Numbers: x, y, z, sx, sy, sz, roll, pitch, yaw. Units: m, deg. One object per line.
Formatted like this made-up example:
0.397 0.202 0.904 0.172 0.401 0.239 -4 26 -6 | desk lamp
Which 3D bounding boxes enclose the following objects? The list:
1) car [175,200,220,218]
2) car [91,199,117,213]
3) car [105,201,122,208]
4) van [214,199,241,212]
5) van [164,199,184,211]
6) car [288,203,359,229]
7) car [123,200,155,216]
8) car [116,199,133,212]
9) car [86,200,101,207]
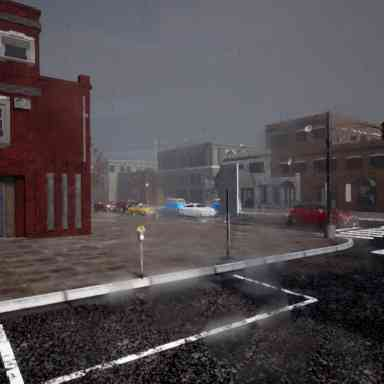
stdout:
0.565 1.917 34.697 1.812 1.442 4.674 -1 0 -36 | car
-12.708 2.001 48.521 2.192 1.841 5.009 -2 0 -36 | car
-15.941 2.433 67.122 1.802 1.307 4.206 -2 0 -36 | car
4.068 1.707 39.693 1.690 1.788 3.998 -2 0 -36 | van
-2.604 1.868 48.835 1.690 1.788 3.998 -2 0 -36 | van
9.095 1.540 23.261 2.097 1.767 4.553 -1 0 -39 | car
-5.930 2.048 39.241 1.752 1.417 4.829 -2 0 -36 | car
-8.529 2.116 47.208 1.837 1.490 4.892 -1 0 -36 | car
-22.614 2.595 76.266 1.802 1.307 4.206 -2 0 -36 | car
